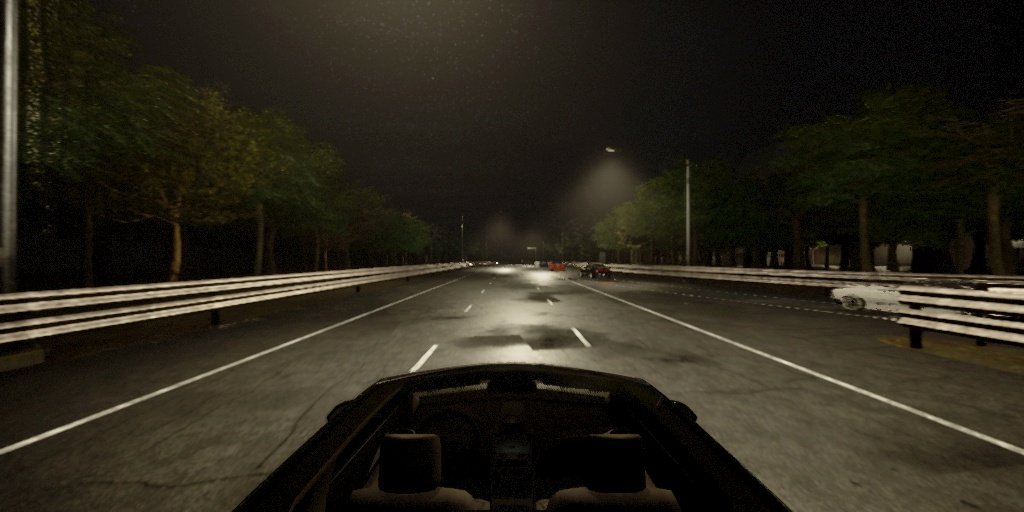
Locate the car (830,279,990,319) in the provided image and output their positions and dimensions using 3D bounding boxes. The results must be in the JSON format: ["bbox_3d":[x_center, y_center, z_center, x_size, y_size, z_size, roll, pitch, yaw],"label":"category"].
[{"bbox_3d":[14.251,1.455,12.453,1.895,1.301,4.718,0,-1,-21],"label":"car"}]

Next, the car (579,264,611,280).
[{"bbox_3d":[8.163,1.518,35.592,1.837,1.490,4.892,0,0,-8],"label":"car"}]

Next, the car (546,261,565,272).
[{"bbox_3d":[6.975,1.518,56.447,2.097,1.767,4.553,0,0,0],"label":"car"}]
